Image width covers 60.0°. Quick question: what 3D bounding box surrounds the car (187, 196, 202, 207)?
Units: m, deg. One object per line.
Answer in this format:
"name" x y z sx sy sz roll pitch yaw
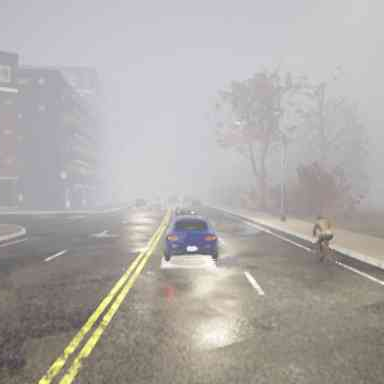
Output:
"car" 0.635 1.947 60.336 1.994 1.385 4.181 0 0 -5

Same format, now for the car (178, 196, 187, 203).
"car" -2.582 1.906 89.082 2.097 1.767 4.553 0 0 -8

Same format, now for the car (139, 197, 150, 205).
"car" -10.790 2.011 75.779 2.128 1.511 4.902 0 0 -6

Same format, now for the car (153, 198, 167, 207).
"car" -5.993 1.868 60.126 1.882 1.535 5.008 0 0 -4

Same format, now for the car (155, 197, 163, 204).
"car" -7.564 2.007 76.172 1.812 1.442 4.674 0 0 -6

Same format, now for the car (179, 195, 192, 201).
"car" -0.977 1.699 75.766 2.150 2.045 5.566 0 0 -7

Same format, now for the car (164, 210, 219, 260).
"car" -0.051 1.610 12.628 1.812 1.442 4.674 0 0 -1

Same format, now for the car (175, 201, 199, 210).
"car" -0.634 1.804 30.722 1.895 1.301 4.718 0 0 -3

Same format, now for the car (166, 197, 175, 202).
"car" -5.822 2.008 88.815 1.994 1.385 4.181 0 0 -8

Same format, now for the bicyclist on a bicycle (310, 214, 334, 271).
"bicyclist on a bicycle" 4.038 1.520 10.307 0.582 1.620 1.656 0 -1 -1

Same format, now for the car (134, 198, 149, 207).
"car" -9.222 1.869 59.733 1.882 1.535 5.008 0 0 -4

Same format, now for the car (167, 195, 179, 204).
"car" -4.553 1.716 78.463 2.150 2.045 5.566 0 0 -7
